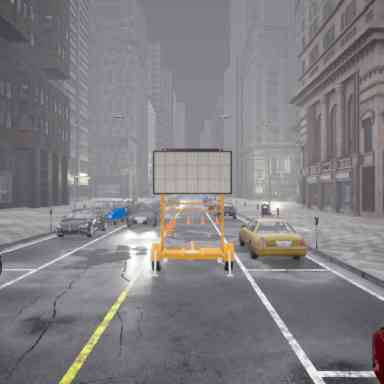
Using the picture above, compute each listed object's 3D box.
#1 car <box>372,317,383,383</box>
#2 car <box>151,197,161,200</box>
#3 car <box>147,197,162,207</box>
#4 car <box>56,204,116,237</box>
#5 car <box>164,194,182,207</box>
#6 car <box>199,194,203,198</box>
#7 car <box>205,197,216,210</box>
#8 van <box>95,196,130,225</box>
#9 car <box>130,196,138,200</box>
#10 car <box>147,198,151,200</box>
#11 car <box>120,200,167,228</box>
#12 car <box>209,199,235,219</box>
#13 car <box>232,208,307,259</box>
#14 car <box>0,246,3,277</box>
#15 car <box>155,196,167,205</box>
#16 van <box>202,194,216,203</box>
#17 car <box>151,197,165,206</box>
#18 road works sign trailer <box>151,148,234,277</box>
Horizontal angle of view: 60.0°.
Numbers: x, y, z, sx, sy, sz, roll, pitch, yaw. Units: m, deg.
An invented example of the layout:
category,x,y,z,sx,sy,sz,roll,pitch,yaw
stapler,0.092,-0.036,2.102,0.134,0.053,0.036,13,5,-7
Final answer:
category,x,y,z,sx,sy,sz,roll,pitch,yaw
car,2.771,1.315,1.175,2.192,1.841,5.009,0,0,0
car,-5.710,1.533,45.233,1.752,1.417,4.829,0,0,0
car,-5.704,1.553,50.928,1.887,1.381,4.507,0,0,0
car,-5.742,1.553,17.775,2.008,1.369,4.403,0,0,0
car,-2.929,1.512,51.109,1.837,1.490,4.892,0,0,0
car,2.864,1.556,61.949,1.887,1.381,4.507,0,0,0
car,2.830,1.588,39.849,1.802,1.307,4.206,0,0,0
van,-5.735,1.344,23.301,1.690,1.788,3.998,0,0,0
car,-5.729,1.319,28.826,2.192,1.841,5.009,0,0,0
car,-5.723,1.550,34.352,1.887,1.381,4.507,0,0,0
car,-3.070,1.495,22.138,2.128,1.511,4.902,0,0,0
car,2.813,1.555,28.799,2.008,1.369,4.403,0,0,0
car,2.788,1.527,12.394,1.752,1.417,4.829,0,0,0
car,-5.755,1.441,6.724,1.967,1.590,4.097,0,0,0
car,-5.691,1.556,61.979,1.887,1.381,4.507,0,0,0
van,2.848,1.350,50.899,1.690,1.788,3.998,0,0,0
car,-5.697,1.554,56.453,1.887,1.381,4.507,0,0,0
road works sign trailer,0.014,0.466,10.265,2.380,3.560,2.880,0,0,0
